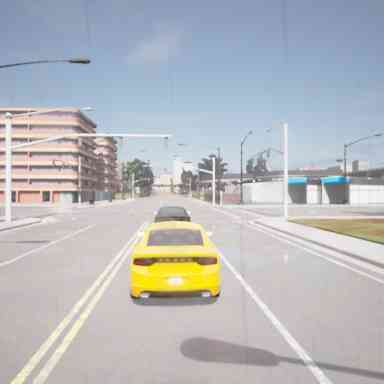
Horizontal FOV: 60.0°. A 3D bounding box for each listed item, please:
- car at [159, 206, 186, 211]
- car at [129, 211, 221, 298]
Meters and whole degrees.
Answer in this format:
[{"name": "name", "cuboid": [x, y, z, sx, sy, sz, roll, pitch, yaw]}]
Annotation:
[{"name": "car", "cuboid": [-1.069, 1.509, 18.159, 1.882, 1.535, 5.008, 0, 0, -4]}, {"name": "car", "cuboid": [-0.437, 1.493, 8.599, 1.882, 1.535, 5.008, 0, 0, -3]}]
